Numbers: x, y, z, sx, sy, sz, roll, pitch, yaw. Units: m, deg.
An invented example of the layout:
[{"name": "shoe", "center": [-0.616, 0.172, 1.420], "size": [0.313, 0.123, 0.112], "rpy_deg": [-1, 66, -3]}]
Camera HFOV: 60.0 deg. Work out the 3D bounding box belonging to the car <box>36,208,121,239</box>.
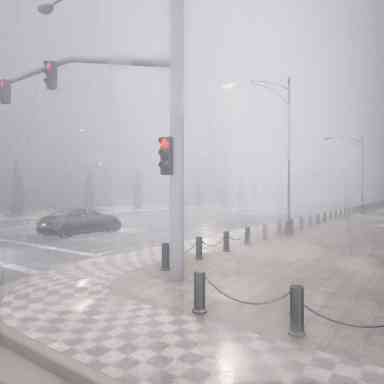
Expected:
[{"name": "car", "center": [-5.730, 1.508, 17.166], "size": [1.994, 1.385, 4.181], "rpy_deg": [0, 0, 37]}]
